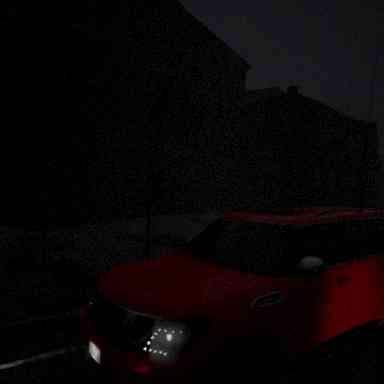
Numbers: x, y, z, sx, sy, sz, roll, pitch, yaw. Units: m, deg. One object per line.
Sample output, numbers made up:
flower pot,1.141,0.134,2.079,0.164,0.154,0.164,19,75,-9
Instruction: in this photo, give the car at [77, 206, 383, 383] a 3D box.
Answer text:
car,1.284,1.259,4.914,5.566,2.045,2.150,1,0,-36
